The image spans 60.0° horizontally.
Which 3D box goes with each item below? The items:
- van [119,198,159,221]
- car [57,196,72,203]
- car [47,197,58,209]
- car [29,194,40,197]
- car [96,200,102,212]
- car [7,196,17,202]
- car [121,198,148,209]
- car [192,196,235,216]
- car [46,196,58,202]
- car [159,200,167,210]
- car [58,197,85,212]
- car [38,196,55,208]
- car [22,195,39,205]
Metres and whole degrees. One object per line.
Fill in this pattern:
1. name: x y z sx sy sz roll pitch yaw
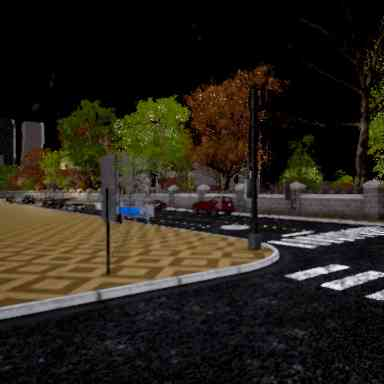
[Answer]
1. van: -4.708 1.435 27.930 1.690 1.788 3.998 -1 1 -36
2. car: -28.058 1.639 73.280 2.008 1.369 4.403 -1 1 -36
3. car: -18.085 1.703 46.034 1.947 1.339 4.313 -1 1 -36
4. car: -38.977 1.748 83.649 1.895 1.301 4.718 -1 0 -36
5. car: -9.879 1.608 39.342 1.812 1.442 4.674 -1 0 -36
6. car: -44.623 1.776 82.382 1.887 1.381 4.507 -1 1 -36
7. car: -8.096 1.543 46.263 1.752 1.417 4.829 -1 1 -36
8. car: 2.033 1.301 32.553 2.192 1.841 5.009 -1 1 -36
9. car: -34.716 1.658 82.385 1.887 1.381 4.507 -1 1 -36
10. car: -4.650 1.589 41.603 1.802 1.307 4.206 -1 1 -36
11. car: -14.740 1.677 41.508 2.008 1.369 4.403 -1 1 -36
12. car: -21.430 1.714 50.559 1.947 1.339 4.313 -1 1 -36
13. car: -31.465 1.750 64.136 1.947 1.339 4.313 -1 1 -36
